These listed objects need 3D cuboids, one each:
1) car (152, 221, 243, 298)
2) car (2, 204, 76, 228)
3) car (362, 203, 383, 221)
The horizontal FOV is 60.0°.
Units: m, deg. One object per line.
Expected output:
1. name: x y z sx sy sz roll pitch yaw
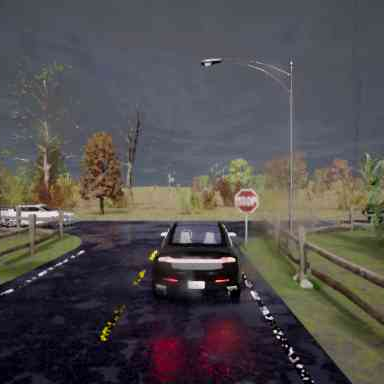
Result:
1. car: 0.152 1.489 8.515 2.128 1.511 4.902 0 0 2
2. car: -9.937 1.533 21.556 4.674 1.442 1.812 0 0 1
3. car: 15.412 1.180 24.140 5.566 2.045 2.150 0 0 1
